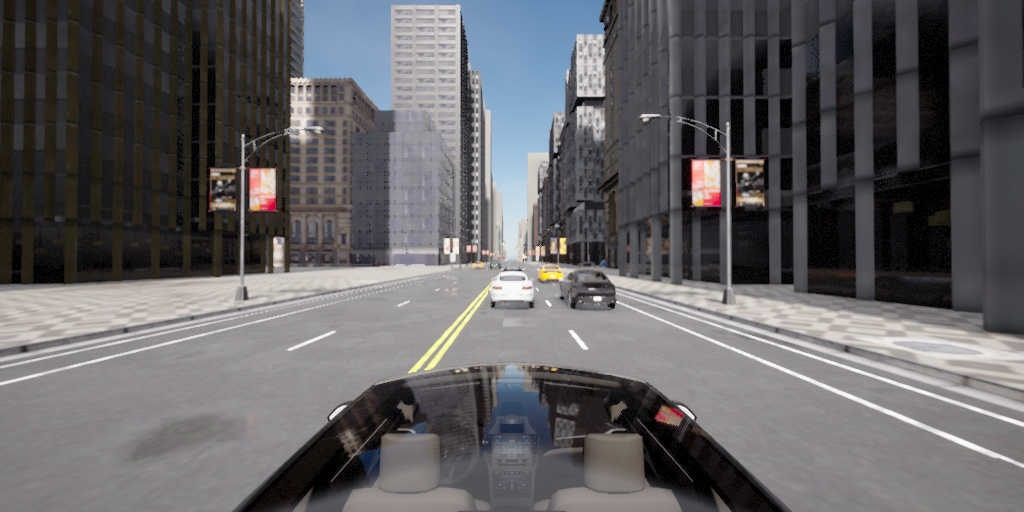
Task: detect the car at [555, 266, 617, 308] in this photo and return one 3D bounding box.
[{"bbox_3d":[3.273,1.393,16.112,1.837,1.490,4.892,0,0,0],"label":"car"}]

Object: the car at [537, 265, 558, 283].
[{"bbox_3d":[3.298,1.505,31.286,1.882,1.535,5.008,0,0,0],"label":"car"}]

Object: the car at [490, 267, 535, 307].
[{"bbox_3d":[0.025,1.412,16.207,1.812,1.442,4.674,0,0,0],"label":"car"}]

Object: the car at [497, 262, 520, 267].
[{"bbox_3d":[0.046,1.518,31.102,2.128,1.511,4.902,0,0,0],"label":"car"}]
